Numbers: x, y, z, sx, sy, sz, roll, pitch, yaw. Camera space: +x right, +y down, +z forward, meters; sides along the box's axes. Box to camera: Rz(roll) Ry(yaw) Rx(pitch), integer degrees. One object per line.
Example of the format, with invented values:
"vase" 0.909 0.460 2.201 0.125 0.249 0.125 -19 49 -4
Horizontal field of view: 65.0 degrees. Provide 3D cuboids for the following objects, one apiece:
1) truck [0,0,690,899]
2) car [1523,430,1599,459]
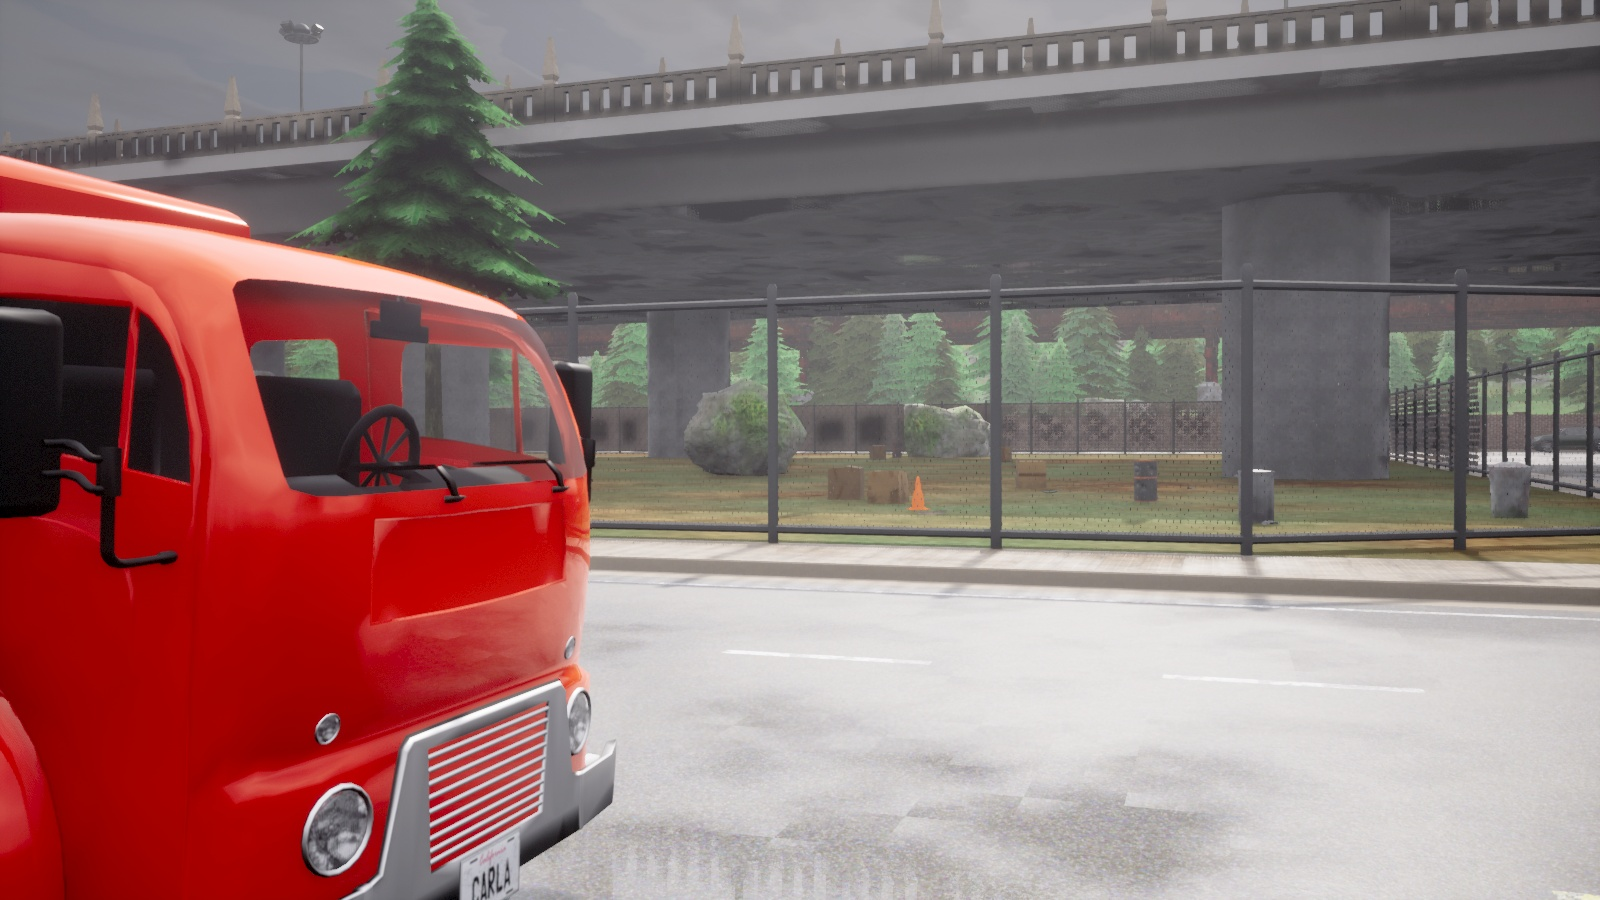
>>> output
"truck" -3.347 0.223 4.310 5.204 2.467 2.627 3 2 18
"car" 48.584 -0.350 79.485 4.553 1.767 2.097 1 1 20
